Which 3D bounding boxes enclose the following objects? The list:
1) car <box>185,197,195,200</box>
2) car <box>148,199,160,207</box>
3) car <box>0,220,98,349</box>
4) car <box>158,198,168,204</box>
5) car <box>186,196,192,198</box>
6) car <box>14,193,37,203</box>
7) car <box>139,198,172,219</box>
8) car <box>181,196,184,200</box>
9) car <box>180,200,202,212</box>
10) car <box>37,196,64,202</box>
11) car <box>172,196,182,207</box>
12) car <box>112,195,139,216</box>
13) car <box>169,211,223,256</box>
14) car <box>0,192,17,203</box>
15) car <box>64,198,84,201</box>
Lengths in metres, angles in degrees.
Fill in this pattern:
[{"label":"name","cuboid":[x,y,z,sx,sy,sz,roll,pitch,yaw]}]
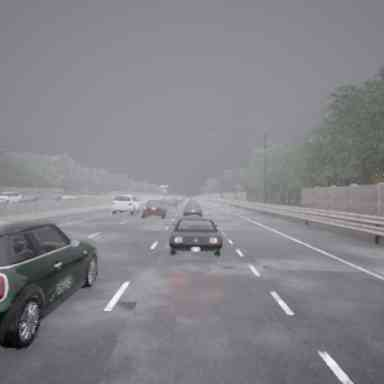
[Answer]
[{"label":"car","cuboid":[0.028,2.150,61.300,2.033,1.411,5.357,1,-1,0]},{"label":"car","cuboid":[-6.967,1.968,61.288,1.812,1.442,4.674,1,-1,0]},{"label":"car","cuboid":[-3.343,1.318,6.373,2.097,1.767,4.553,1,0,0]},{"label":"car","cuboid":[-7.012,2.200,81.408,2.033,1.411,5.357,1,-1,0]},{"label":"car","cuboid":[-0.014,2.345,81.420,1.812,1.442,4.674,1,-1,0]},{"label":"car","cuboid":[-24.468,1.392,50.626,1.882,1.535,5.008,1,-1,0]},{"label":"car","cuboid":[-3.398,1.532,31.556,2.097,1.767,4.553,1,-1,0]},{"label":"car","cuboid":[-3.517,2.285,83.417,1.812,1.442,4.674,1,-1,0]},{"label":"car","cuboid":[0.088,1.862,35.208,1.994,1.385,4.181,1,-1,0]},{"label":"car","cuboid":[-20.971,1.344,50.289,2.097,1.767,4.553,1,-1,0]},{"label":"car","cuboid":[-3.468,2.014,61.303,2.128,1.511,4.902,1,-1,0]},{"label":"car","cuboid":[-6.902,1.361,35.263,2.150,2.045,5.566,1,-1,0]},{"label":"car","cuboid":[0.134,1.701,13.641,1.895,1.301,4.718,1,0,0]},{"label":"car","cuboid":[-27.953,1.061,50.484,2.150,2.045,5.566,1,-1,0]},{"label":"car","cuboid":[-17.470,1.644,51.039,1.994,1.385,4.181,1,-1,0]}]
